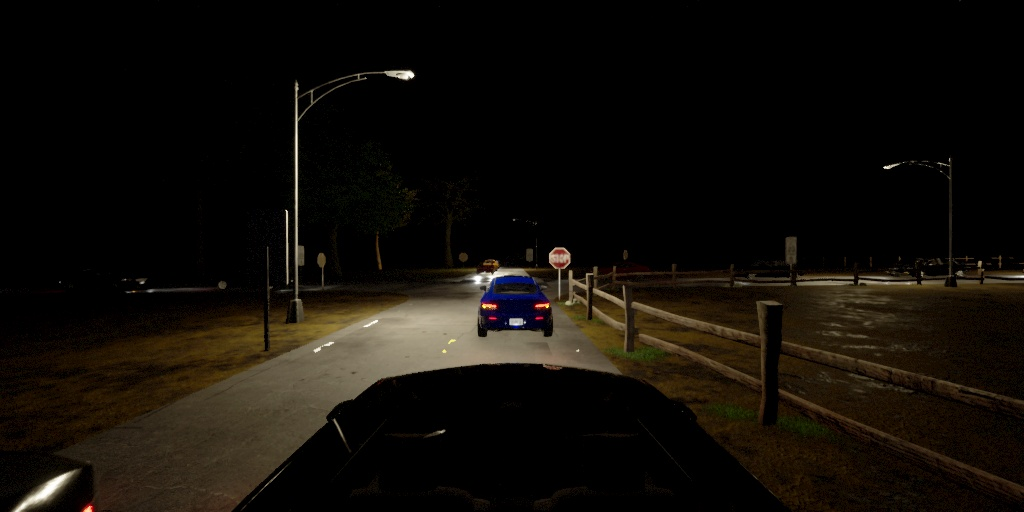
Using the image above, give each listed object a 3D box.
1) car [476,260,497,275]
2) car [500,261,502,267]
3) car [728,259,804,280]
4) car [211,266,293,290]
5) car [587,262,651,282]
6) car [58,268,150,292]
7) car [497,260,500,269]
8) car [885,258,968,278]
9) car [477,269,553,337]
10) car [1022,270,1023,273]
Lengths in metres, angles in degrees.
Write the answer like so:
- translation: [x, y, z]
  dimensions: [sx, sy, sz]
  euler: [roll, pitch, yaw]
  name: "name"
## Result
- translation: [-2.899, 1.380, 39.719]
  dimensions: [1.895, 1.301, 4.718]
  euler: [0, 0, -2]
  name: "car"
- translation: [-2.933, 1.384, 58.904]
  dimensions: [2.033, 1.411, 5.357]
  euler: [0, 0, 1]
  name: "car"
- translation: [19.005, 0.987, 26.974]
  dimensions: [5.008, 1.535, 1.882]
  euler: [-1, 1, 0]
  name: "car"
- translation: [-17.335, 1.435, 24.166]
  dimensions: [5.008, 1.535, 1.882]
  euler: [-1, 1, 0]
  name: "car"
- translation: [8.099, 1.157, 27.332]
  dimensions: [4.674, 1.442, 1.812]
  euler: [-1, 1, 5]
  name: "car"
- translation: [-27.381, 1.561, 24.170]
  dimensions: [4.902, 1.511, 2.128]
  euler: [-1, 1, 0]
  name: "car"
- translation: [-2.954, 1.279, 49.075]
  dimensions: [1.882, 1.535, 5.008]
  euler: [0, 0, 0]
  name: "car"
- translation: [31.042, 0.873, 26.926]
  dimensions: [4.892, 1.490, 1.837]
  euler: [0, 1, 0]
  name: "car"
- translation: [0.053, 1.277, 10.158]
  dimensions: [1.812, 1.442, 4.674]
  euler: [0, 0, -1]
  name: "car"
- translation: [41.354, 0.808, 26.866]
  dimensions: [4.181, 1.385, 1.994]
  euler: [-1, 1, 0]
  name: "car"
